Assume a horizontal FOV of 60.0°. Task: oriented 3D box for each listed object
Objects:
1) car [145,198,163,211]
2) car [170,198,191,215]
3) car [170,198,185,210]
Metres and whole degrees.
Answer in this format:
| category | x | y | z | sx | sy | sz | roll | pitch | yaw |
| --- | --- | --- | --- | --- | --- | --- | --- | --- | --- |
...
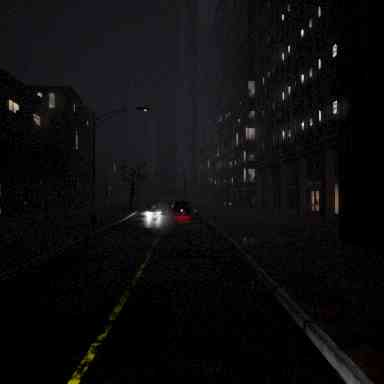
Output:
| category | x | y | z | sx | sy | sz | roll | pitch | yaw |
| --- | --- | --- | --- | --- | --- | --- | --- | --- | --- |
| car | -4.511 | 1.474 | 39.879 | 2.128 | 1.511 | 4.902 | 0 | 0 | -5 |
| car | -1.136 | 1.496 | 34.139 | 1.837 | 1.490 | 4.892 | 0 | 0 | -4 |
| car | -1.941 | 1.509 | 44.239 | 1.812 | 1.442 | 4.674 | 0 | 0 | -5 |
